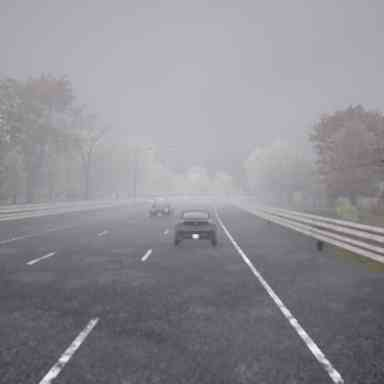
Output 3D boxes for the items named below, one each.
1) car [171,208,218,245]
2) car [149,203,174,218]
[{"bbox_3d":[0.192,1.577,16.056,1.837,1.490,4.892,0,0,1],"label":"car"},{"bbox_3d":[-2.810,1.731,31.976,1.895,1.301,4.718,0,0,3],"label":"car"}]
